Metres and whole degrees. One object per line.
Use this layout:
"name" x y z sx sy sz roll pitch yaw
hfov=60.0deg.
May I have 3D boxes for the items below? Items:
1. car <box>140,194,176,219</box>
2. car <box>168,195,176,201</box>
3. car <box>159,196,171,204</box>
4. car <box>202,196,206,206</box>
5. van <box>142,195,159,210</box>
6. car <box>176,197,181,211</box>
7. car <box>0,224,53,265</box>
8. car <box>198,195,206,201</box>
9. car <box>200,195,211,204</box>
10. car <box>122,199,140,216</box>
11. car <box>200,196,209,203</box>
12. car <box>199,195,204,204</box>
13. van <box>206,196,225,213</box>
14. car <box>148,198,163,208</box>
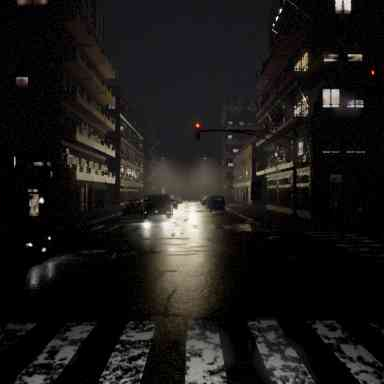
"car" -2.838 1.214 29.364 2.150 2.045 5.566 0 0 0
"car" -5.240 1.512 87.697 2.008 1.369 4.403 0 0 0
"car" -5.259 1.524 65.371 1.887 1.381 4.507 0 0 0
"car" 2.697 1.533 43.040 1.887 1.381 4.507 0 0 0
"van" -5.372 1.329 43.046 1.690 1.788 3.998 0 0 0
"car" -2.814 1.552 41.372 1.994 1.385 4.181 0 0 0
"car" -7.746 1.635 11.437 5.357 1.411 2.033 -1 0 0
"car" 2.641 1.527 87.691 1.947 1.339 4.313 0 0 0
"car" 2.622 1.419 65.364 1.967 1.590 4.097 0 0 0
"car" -5.416 1.432 31.882 1.967 1.590 4.097 0 0 0
"car" 2.627 1.520 70.946 1.887 1.381 4.507 0 0 0
"car" 2.614 1.550 54.202 1.947 1.339 4.313 0 0 0
"van" 2.727 1.331 36.836 1.690 1.788 3.998 0 0 0
"car" -5.321 1.568 48.627 1.802 1.307 4.206 0 0 0
